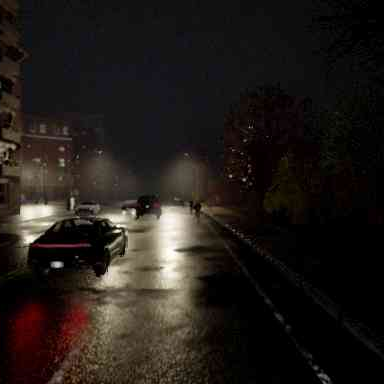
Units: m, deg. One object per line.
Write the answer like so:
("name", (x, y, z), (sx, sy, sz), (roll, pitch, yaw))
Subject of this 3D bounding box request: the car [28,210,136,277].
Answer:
("car", (-3.271, 1.533, 10.392), (2.128, 1.511, 4.902), (0, 0, -1))

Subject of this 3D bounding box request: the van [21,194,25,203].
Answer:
("van", (-34.117, 1.151, 63.677), (3.998, 1.788, 1.690), (1, -1, -34))

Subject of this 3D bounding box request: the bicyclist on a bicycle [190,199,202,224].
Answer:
("bicyclist on a bicycle", (0.413, 1.460, 24.122), (0.659, 1.776, 1.843), (0, 0, -2))

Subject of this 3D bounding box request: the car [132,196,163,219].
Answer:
("car", (-3.914, 1.339, 30.867), (2.150, 2.045, 5.566), (0, 0, -3))

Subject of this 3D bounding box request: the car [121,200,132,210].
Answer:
("car", (-8.079, 1.714, 43.846), (2.033, 1.411, 5.357), (0, 0, -4))

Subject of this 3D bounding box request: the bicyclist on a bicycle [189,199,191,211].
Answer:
("bicyclist on a bicycle", (-0.078, 1.583, 35.158), (0.582, 1.620, 1.656), (0, 0, -3))

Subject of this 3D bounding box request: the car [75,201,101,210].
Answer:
("car", (-10.816, 1.663, 34.830), (1.812, 1.442, 4.674), (0, 0, -3))

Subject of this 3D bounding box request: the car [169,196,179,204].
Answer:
("car", (-4.062, 1.736, 73.772), (1.882, 1.535, 5.008), (0, 0, -6))

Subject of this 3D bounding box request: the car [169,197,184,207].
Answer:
("car", (-2.338, 1.693, 56.563), (2.128, 1.511, 4.902), (0, 0, -5))
